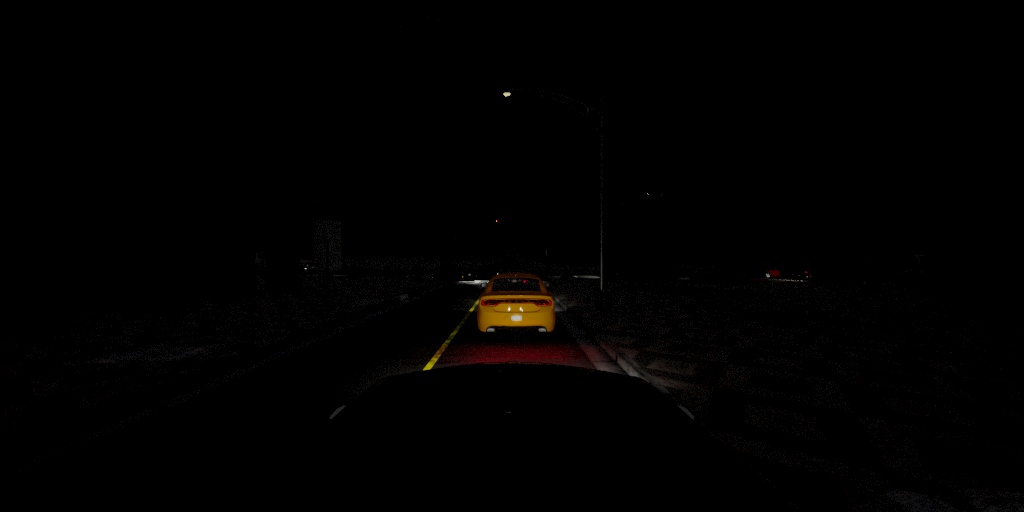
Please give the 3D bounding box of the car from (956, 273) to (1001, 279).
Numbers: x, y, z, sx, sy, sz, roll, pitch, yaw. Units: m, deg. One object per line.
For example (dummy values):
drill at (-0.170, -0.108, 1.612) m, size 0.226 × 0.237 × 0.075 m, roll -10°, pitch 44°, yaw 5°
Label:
car at (40.364, 1.993, 30.967) m, size 4.207 × 1.307 × 1.802 m, roll 0°, pitch 0°, yaw 0°

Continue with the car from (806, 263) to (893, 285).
car at (29.070, 1.538, 30.974) m, size 5.009 × 1.841 × 2.192 m, roll 0°, pitch 0°, yaw 0°

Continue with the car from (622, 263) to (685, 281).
car at (12.141, 1.522, 30.985) m, size 4.313 × 1.339 × 1.948 m, roll 0°, pitch 0°, yaw 0°

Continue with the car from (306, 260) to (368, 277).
car at (-14.767, 1.115, 30.905) m, size 4.403 × 1.370 × 2.007 m, roll 0°, pitch 0°, yaw 0°

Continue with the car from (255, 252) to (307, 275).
car at (-21.345, 0.693, 33.664) m, size 5.566 × 2.045 × 2.150 m, roll 1°, pitch 0°, yaw 0°

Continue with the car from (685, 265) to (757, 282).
car at (17.953, 1.568, 30.981) m, size 4.829 × 1.417 × 1.751 m, roll 0°, pitch 0°, yaw 0°

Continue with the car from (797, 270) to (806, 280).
car at (30.138, 1.744, 33.633) m, size 4.892 × 1.490 × 1.837 m, roll 1°, pitch 0°, yaw 0°

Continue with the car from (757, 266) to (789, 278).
car at (29.083, 1.763, 39.499) m, size 4.507 × 1.381 × 1.888 m, roll 0°, pitch 0°, yaw 0°

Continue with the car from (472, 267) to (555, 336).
car at (0.103, 1.227, 10.430) m, size 1.882 × 1.535 × 5.008 m, roll 0°, pitch 0°, yaw 0°

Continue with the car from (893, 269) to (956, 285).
car at (34.714, 1.861, 30.970) m, size 4.507 × 1.381 × 1.888 m, roll 0°, pitch 0°, yaw 0°

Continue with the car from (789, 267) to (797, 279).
car at (31.882, 1.770, 36.821) m, size 4.892 × 1.490 × 1.837 m, roll 1°, pitch 0°, yaw 0°

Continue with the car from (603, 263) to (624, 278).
car at (11.899, 1.454, 36.843) m, size 4.892 × 1.490 × 1.837 m, roll 1°, pitch 0°, yaw 0°

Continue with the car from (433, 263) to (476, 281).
car at (-4.794, 1.299, 30.001) m, size 4.181 × 1.385 × 1.994 m, roll 1°, pitch 0°, yaw 44°

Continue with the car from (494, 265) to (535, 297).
car at (0.110, 1.296, 20.257) m, size 2.033 × 1.411 × 5.357 m, roll 0°, pitch 0°, yaw 0°
